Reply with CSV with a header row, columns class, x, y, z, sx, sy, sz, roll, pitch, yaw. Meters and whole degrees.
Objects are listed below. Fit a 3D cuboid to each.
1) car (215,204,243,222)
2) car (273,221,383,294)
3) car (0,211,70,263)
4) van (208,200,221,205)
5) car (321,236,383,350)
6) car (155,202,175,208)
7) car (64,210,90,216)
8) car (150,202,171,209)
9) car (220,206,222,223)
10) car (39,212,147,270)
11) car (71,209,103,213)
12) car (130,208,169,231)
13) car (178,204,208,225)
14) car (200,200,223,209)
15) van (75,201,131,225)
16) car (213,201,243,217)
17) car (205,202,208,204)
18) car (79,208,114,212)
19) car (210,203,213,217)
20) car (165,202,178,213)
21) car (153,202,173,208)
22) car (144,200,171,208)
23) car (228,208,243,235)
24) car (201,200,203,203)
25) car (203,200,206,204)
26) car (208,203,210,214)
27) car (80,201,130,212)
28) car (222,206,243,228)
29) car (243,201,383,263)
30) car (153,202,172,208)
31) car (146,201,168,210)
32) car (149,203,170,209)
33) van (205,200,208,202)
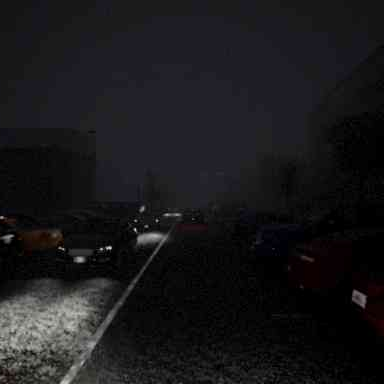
class,x,y,z,sx,sy,sz,roll,pitch,yaw
car,4.839,2.004,26.996,5.366,1.575,1.946,0,-1,0
car,4.650,1.554,7.505,5.008,1.535,2.097,0,-1,0
car,-7.864,1.673,12.895,5.366,1.575,1.946,0,-1,0
van,4.539,2.110,40.965,4.442,1.987,1.878,0,-1,0
car,4.680,1.537,4.672,4.792,1.488,2.163,0,-1,0
car,-7.480,3.564,93.441,5.366,1.575,1.946,0,-1,0
car,-7.649,1.771,15.685,4.792,1.488,2.163,0,-1,0
car,-7.696,3.320,81.690,4.792,1.488,2.163,0,-1,0
car,4.682,1.971,24.203,4.792,1.488,2.163,0,-1,0
car,-3.094,1.658,11.630,2.128,1.511,4.902,0,-1,0
car,-7.675,1.847,18.473,4.674,1.452,2.002,0,-1,0
car,-3.066,2.073,24.666,1.895,1.301,4.718,0,-1,0
car,0.104,2.094,30.154,2.128,1.511,4.902,0,-1,0
car,4.634,3.002,80.066,5.566,2.045,2.435,0,-1,0
van,-7.793,1.840,29.517,4.442,1.987,1.878,0,-1,0
car,4.622,2.013,32.586,4.553,1.767,2.185,0,-1,0
car,4.655,2.572,49.338,4.674,1.452,2.002,0,-1,0
car,-7.675,1.909,21.140,4.674,1.452,2.002,0,-1,0
car,4.649,2.205,35.374,4.892,1.521,2.231,0,-1,0
car,-2.995,2.776,54.610,1.895,1.301,4.718,0,-1,0
car,-7.851,3.495,90.502,5.366,1.575,1.946,0,-1,0
car,-7.697,2.764,69.946,5.566,2.045,2.435,0,-1,0
car,4.682,1.840,18.616,4.792,1.488,2.163,0,-1,0
car,4.687,2.543,60.517,5.566,2.045,2.435,0,-1,0
car,4.628,2.603,57.720,4.553,1.767,2.185,0,-1,0
car,4.662,2.271,38.168,4.892,1.521,2.231,0,-1,0
car,-7.705,1.749,26.727,5.566,2.045,2.435,0,-1,0
car,4.838,1.873,21.410,5.366,1.575,1.946,0,-1,0
car,4.623,1.363,10.244,5.566,2.045,2.435,0,-1,0
car,-7.672,3.427,87.440,4.892,1.521,2.231,0,-1,0
car,-7.637,2.955,72.756,4.553,1.767,2.185,0,-1,0
car,-7.665,3.262,78.751,4.674,1.452,2.002,0,-1,0
van,4.775,2.372,52.137,4.442,1.987,1.878,0,-1,0
